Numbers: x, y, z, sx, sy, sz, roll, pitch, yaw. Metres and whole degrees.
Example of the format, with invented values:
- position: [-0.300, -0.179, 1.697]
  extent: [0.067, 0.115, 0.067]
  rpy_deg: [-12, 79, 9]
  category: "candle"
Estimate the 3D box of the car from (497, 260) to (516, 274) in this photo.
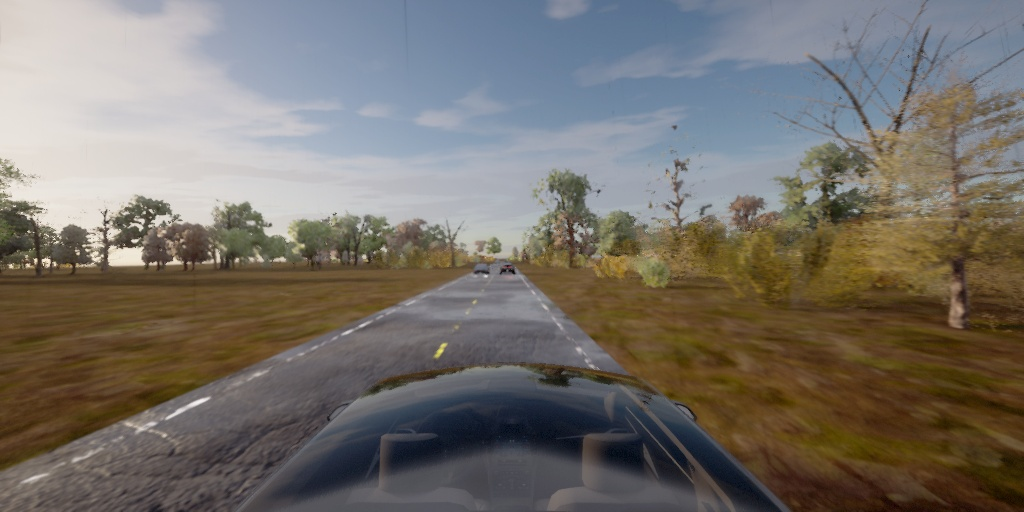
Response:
- position: [-0.597, 1.528, 45.643]
  extent: [1.837, 1.490, 4.892]
  rpy_deg: [-1, 0, -1]
  category: "car"

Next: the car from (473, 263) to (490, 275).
- position: [-3.751, 1.632, 45.132]
  extent: [2.033, 1.411, 5.357]
  rpy_deg: [-1, 0, 0]
  category: "car"
